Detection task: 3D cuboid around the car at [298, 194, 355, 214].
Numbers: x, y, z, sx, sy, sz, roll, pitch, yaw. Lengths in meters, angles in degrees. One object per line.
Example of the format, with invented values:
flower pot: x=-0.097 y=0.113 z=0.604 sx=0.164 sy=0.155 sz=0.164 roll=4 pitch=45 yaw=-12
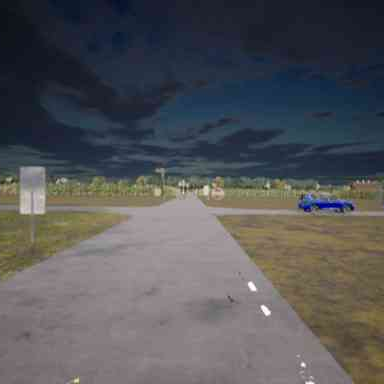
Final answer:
car: x=13.931 y=1.216 z=34.698 sx=5.566 sy=2.045 sz=2.150 roll=1 pitch=1 yaw=0
